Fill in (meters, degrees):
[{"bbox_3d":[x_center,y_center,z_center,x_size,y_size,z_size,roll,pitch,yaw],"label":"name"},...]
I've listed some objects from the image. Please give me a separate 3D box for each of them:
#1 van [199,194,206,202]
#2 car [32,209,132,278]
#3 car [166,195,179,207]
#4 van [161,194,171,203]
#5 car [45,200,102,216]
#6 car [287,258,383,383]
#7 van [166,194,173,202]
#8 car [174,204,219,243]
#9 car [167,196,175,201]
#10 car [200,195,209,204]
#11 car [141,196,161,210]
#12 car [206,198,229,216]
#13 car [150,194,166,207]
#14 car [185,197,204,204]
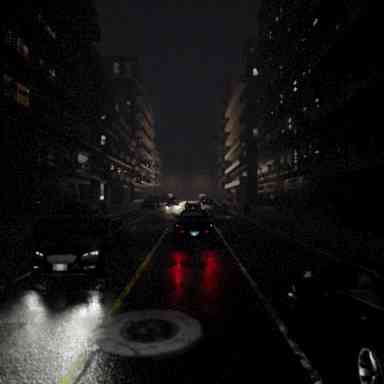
[{"bbox_3d":[2.716,1.459,84.266,1.690,1.788,3.998,1,0,0],"label":"van"},{"bbox_3d":[-3.098,1.504,10.261,2.128,1.511,4.902,0,0,0],"label":"car"},{"bbox_3d":[-3.058,1.576,53.402,1.837,1.490,4.892,0,0,0],"label":"car"},{"bbox_3d":[-5.664,1.441,72.836,1.690,1.788,3.998,1,0,0],"label":"van"},{"bbox_3d":[-5.668,1.335,15.991,2.192,1.841,5.009,1,0,0],"label":"car"},{"bbox_3d":[2.705,1.572,4.681,1.947,1.339,4.313,1,0,0],"label":"car"},{"bbox_3d":[-5.670,1.460,84.207,1.690,1.788,3.998,1,0,0],"label":"van"},{"bbox_3d":[0.099,1.545,16.129,1.812,1.442,4.674,0,0,0],"label":"car"},{"bbox_3d":[-5.657,1.679,89.891,2.008,1.369,4.403,1,0,0],"label":"car"},{"bbox_3d":[2.710,1.640,55.842,1.947,1.339,4.313,1,0,0],"label":"car"},{"bbox_3d":[-5.672,1.623,44.414,1.947,1.339,4.313,1,0,0],"label":"car"},{"bbox_3d":[2.709,1.567,33.274,1.752,1.417,4.829,1,0,0],"label":"car"},{"bbox_3d":[-5.666,1.381,50.099,2.192,1.841,5.009,1,0,0],"label":"car"},{"bbox_3d":[0.104,1.652,40.478,1.895,1.301,4.718,0,0,0],"label":"car"}]
